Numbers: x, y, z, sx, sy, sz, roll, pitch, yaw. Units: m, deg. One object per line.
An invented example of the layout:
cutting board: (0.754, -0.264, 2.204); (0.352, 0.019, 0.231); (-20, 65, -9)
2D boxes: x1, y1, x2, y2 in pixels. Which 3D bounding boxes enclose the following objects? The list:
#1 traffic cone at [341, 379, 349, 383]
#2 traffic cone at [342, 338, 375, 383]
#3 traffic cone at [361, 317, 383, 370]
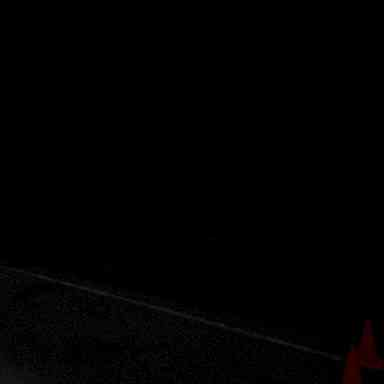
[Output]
traffic cone: (1.152, 1.957, 2.820); (0.340, 0.580, 0.340); (1, 0, 36)
traffic cone: (1.744, 1.960, 3.625); (0.340, 0.580, 0.340); (1, 0, 36)
traffic cone: (2.336, 1.963, 4.431); (0.340, 0.580, 0.340); (1, 0, 36)
